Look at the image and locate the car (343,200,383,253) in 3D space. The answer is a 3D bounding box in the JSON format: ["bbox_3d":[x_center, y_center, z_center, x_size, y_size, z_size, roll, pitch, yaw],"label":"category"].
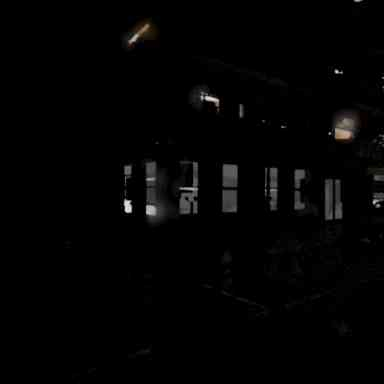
[{"bbox_3d":[7.524,1.192,11.942,5.009,1.841,2.192,-1,1,-36],"label":"car"}]
